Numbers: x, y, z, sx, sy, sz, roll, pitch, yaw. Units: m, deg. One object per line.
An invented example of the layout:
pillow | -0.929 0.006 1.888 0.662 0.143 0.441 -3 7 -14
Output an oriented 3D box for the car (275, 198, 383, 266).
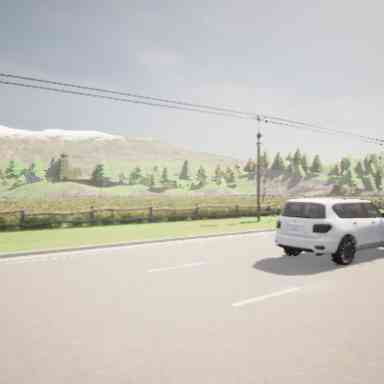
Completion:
car | 5.368 1.233 11.876 5.566 2.045 2.150 0 0 -36

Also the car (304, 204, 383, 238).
car | 8.638 1.509 18.508 4.902 1.511 2.128 0 0 -36
